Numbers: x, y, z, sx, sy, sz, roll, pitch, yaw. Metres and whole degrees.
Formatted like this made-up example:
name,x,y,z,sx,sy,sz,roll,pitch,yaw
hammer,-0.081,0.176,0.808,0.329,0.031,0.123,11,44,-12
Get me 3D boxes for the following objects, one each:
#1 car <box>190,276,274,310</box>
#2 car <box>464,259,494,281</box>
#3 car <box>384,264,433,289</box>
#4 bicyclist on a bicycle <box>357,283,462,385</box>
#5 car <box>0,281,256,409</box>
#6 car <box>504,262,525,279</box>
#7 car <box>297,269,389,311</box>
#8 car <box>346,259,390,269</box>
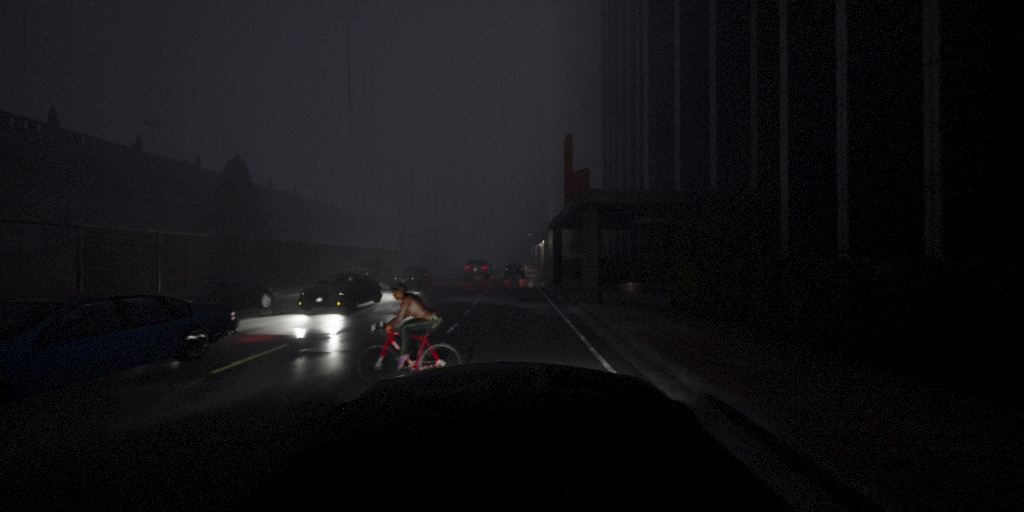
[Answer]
name,x,y,z,sx,sy,sz,roll,pitch,yaw
car,-10.553,1.415,12.682,1.994,1.385,4.181,0,0,0
car,-3.279,1.287,34.890,2.150,2.045,5.566,0,0,0
car,-6.973,1.467,25.498,2.128,1.511,4.902,0,-1,1
bicyclist on a bicycle,-1.595,1.238,5.568,1.656,1.620,0.582,-1,-1,0
car,-7.089,1.335,5.735,2.033,1.411,5.357,0,-1,0
car,0.256,1.450,38.283,2.097,1.767,4.553,0,-1,0
car,-7.039,1.441,15.118,1.994,1.385,4.181,0,-1,1
car,-10.465,1.203,26.013,2.150,2.045,5.566,0,-1,1
